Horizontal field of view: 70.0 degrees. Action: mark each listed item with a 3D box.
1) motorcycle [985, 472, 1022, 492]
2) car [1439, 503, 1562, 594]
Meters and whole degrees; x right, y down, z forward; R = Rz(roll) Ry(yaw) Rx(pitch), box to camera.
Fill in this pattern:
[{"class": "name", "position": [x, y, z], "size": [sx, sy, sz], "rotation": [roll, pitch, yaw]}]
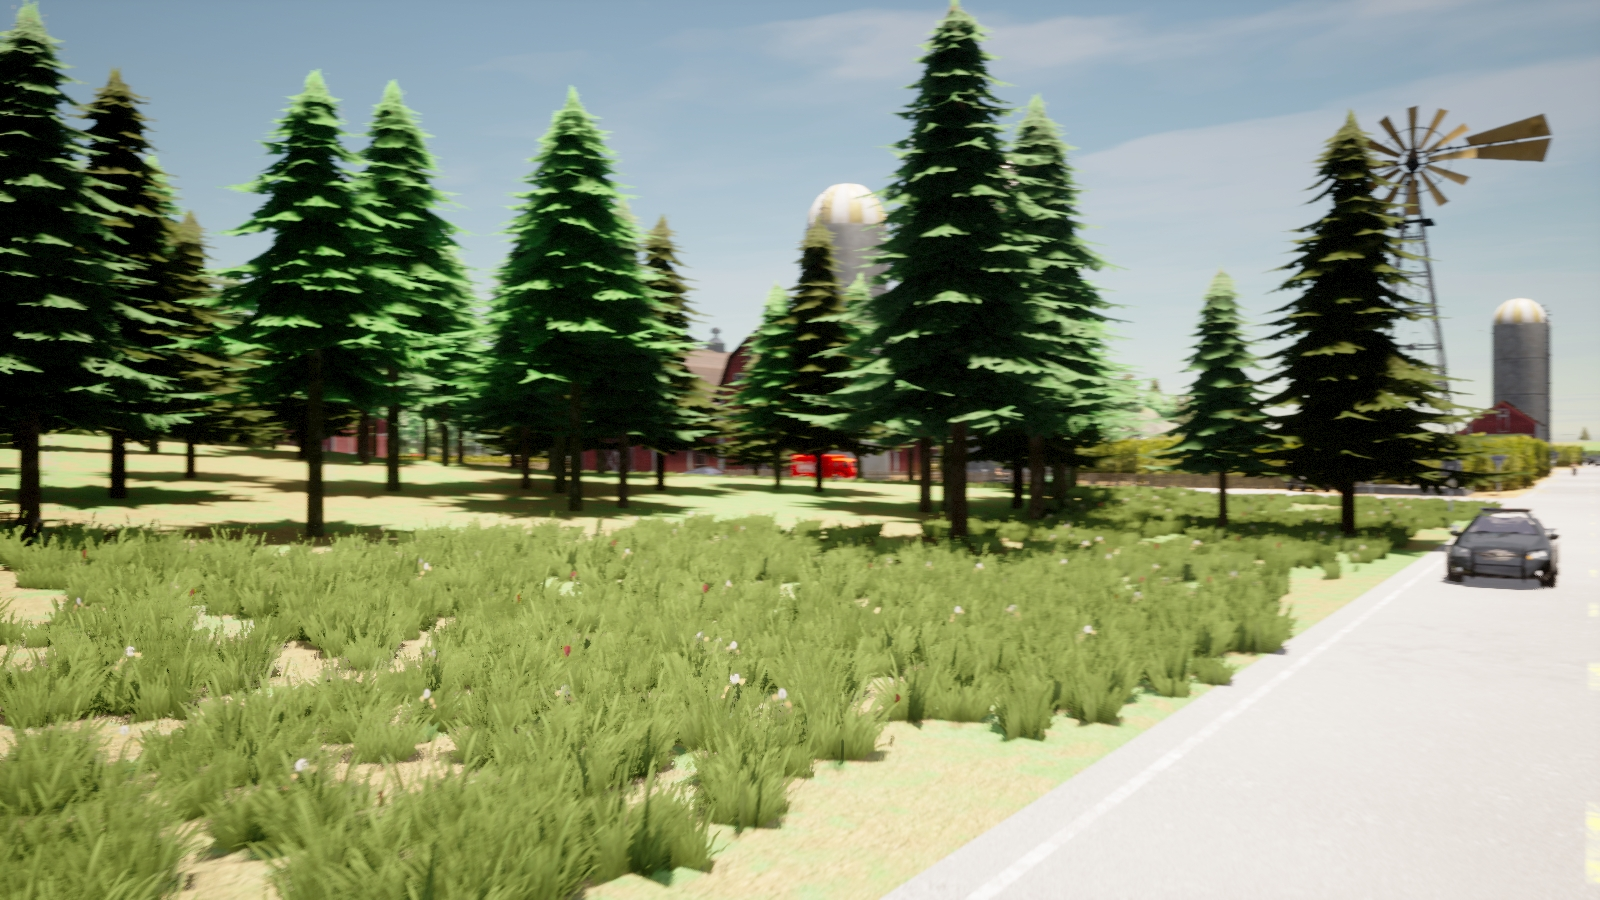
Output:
[{"class": "motorcycle", "position": [13.541, 2.151, 76.156], "size": [2.356, 1.277, 0.764], "rotation": [0, 0, 35]}, {"class": "car", "position": [15.515, 2.064, 25.181], "size": [2.038, 1.542, 4.974], "rotation": [0, 0, 35]}]
